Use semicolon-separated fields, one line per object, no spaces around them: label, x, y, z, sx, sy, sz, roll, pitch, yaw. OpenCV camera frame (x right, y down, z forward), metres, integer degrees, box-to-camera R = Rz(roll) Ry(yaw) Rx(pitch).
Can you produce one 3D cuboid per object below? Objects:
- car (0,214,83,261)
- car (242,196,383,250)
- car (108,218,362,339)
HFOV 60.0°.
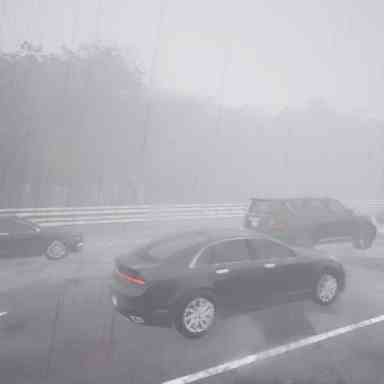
car;-6.032;1.461;10.633;4.892;1.490;1.837;0;0;-29
car;4.442;1.155;12.472;5.566;2.045;2.150;0;0;-29
car;0.879;1.473;6.477;4.892;1.490;1.837;0;0;-29
